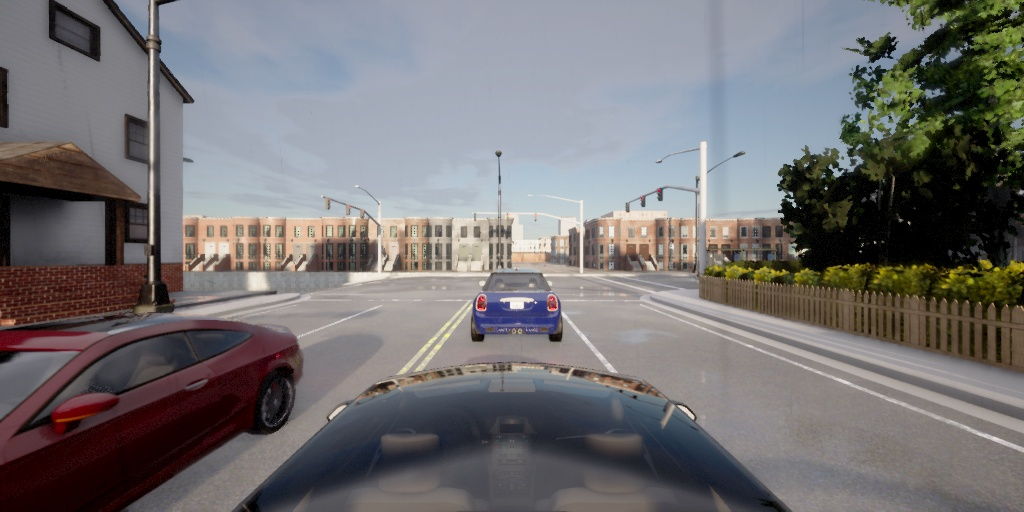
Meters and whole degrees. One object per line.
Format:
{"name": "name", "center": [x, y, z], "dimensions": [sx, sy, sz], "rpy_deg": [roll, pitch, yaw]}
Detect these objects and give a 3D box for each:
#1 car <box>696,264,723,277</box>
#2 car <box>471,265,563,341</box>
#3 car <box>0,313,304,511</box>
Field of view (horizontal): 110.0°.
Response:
{"name": "car", "center": [18.316, 1.296, 29.709], "dimensions": [5.357, 1.411, 2.033], "rpy_deg": [0, 0, 0]}
{"name": "car", "center": [0.108, 1.102, 9.994], "dimensions": [2.097, 1.767, 4.553], "rpy_deg": [0, 0, 0]}
{"name": "car", "center": [-3.572, 1.276, 2.807], "dimensions": [1.812, 1.442, 4.674], "rpy_deg": [0, 0, 0]}
